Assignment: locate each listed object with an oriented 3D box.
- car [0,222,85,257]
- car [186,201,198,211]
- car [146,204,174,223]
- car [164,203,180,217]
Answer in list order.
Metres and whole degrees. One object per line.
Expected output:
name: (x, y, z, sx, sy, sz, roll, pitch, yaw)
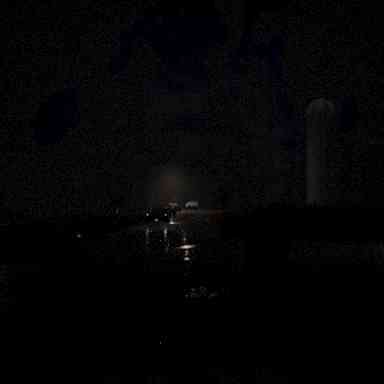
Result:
car: (-7.173, 1.927, 13.360, 5.357, 1.411, 2.033, -1, -1, -34)
car: (-0.017, 2.382, 57.246, 2.097, 1.767, 4.553, 0, -1, 0)
car: (-2.855, 1.991, 29.038, 1.895, 1.301, 4.718, 0, -1, 0)
car: (-2.853, 2.097, 39.678, 2.128, 1.511, 4.902, 0, -1, 0)
